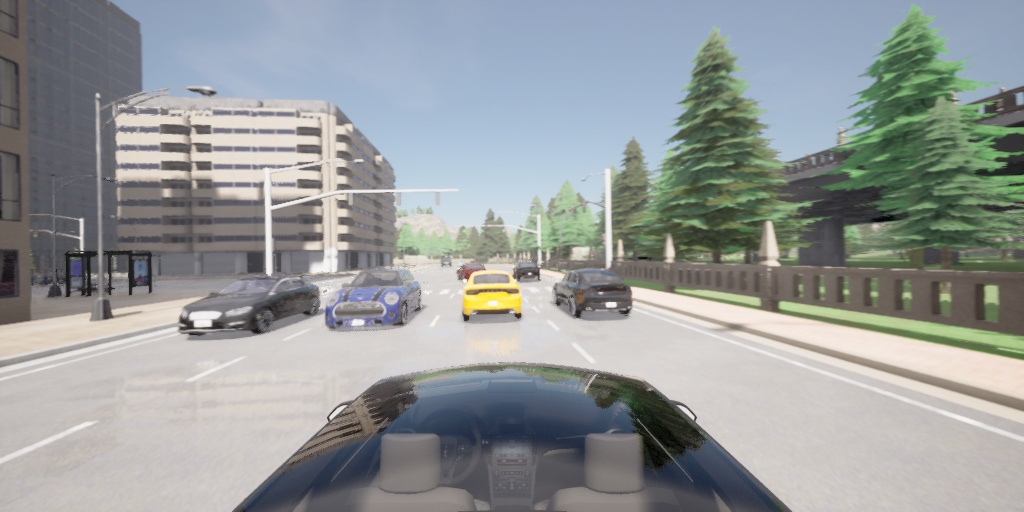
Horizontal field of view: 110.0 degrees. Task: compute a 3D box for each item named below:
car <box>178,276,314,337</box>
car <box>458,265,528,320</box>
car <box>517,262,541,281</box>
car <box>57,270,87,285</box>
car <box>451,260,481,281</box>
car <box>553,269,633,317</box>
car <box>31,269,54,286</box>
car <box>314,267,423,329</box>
[{"bbox_3d":[-7.761,1.398,11.195,2.128,1.511,4.902,-1,0,-5],"label":"car"},{"bbox_3d":[-0.763,1.257,12.999,1.882,1.535,5.008,-1,0,-5],"label":"car"},{"bbox_3d":[1.169,1.243,30.242,1.882,1.535,5.008,-1,0,-5],"label":"car"},{"bbox_3d":[-48.066,2.235,37.770,4.902,1.511,2.128,-1,0,-6],"label":"car"},{"bbox_3d":[-3.395,1.332,29.715,1.882,1.535,5.008,0,-1,-21],"label":"car"},{"bbox_3d":[2.743,1.218,13.065,1.837,1.490,4.892,-1,0,-5],"label":"car"},{"bbox_3d":[-47.670,2.084,34.293,4.553,1.767,2.097,-1,0,-6],"label":"car"},{"bbox_3d":[-4.305,1.194,11.827,2.097,1.767,4.553,-1,0,-5],"label":"car"}]
